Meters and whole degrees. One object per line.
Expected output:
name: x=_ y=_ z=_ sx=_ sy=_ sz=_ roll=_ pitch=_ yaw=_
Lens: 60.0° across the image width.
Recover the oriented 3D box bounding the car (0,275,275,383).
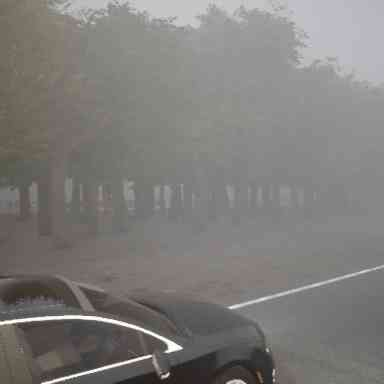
car: x=-1.382 y=1.516 z=2.781 sx=4.892 sy=1.490 sz=1.837 roll=1 pitch=0 yaw=-35
